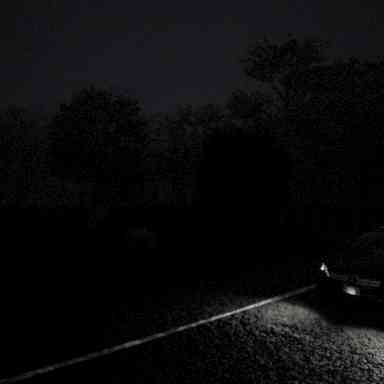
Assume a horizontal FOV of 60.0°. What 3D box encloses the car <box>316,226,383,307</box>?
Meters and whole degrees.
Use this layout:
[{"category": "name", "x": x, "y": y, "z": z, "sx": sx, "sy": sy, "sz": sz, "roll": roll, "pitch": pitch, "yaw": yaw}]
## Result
[{"category": "car", "x": 4.685, "y": 1.534, "z": 7.579, "sx": 4.674, "sy": 1.442, "sz": 1.812, "roll": 0, "pitch": 0, "yaw": -40}]
